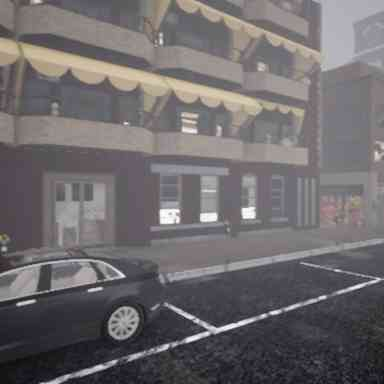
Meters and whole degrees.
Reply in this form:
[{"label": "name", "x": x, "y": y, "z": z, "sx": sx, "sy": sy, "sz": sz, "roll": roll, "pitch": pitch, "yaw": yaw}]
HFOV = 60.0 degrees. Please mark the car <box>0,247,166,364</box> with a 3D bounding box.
[{"label": "car", "x": -2.477, "y": 1.552, "z": 4.793, "sx": 4.403, "sy": 1.369, "sz": 2.008, "roll": 0, "pitch": 0, "yaw": -36}]
